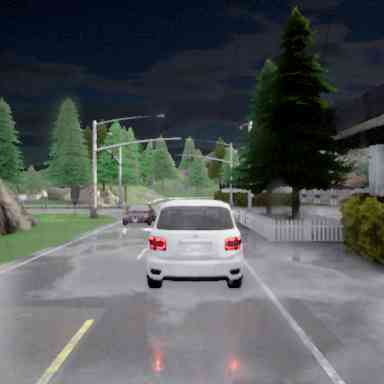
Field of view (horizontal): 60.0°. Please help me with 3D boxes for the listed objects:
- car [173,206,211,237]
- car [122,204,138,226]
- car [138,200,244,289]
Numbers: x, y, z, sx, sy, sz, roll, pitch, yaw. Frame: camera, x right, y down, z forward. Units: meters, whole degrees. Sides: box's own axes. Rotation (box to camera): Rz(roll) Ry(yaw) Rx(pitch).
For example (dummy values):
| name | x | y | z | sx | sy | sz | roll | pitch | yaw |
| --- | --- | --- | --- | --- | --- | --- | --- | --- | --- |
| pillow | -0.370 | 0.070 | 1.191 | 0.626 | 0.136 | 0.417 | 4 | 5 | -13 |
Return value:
| name | x | y | z | sx | sy | sz | roll | pitch | yaw |
| --- | --- | --- | --- | --- | --- | --- | --- | --- | --- |
| car | 0.003 | 1.583 | 19.063 | 1.895 | 1.301 | 4.718 | 0 | 0 | 0 |
| car | -3.620 | 1.546 | 23.471 | 1.812 | 1.442 | 4.674 | 0 | 0 | 0 |
| car | 0.057 | 1.212 | 9.299 | 2.150 | 2.045 | 5.566 | 0 | 0 | 0 |
